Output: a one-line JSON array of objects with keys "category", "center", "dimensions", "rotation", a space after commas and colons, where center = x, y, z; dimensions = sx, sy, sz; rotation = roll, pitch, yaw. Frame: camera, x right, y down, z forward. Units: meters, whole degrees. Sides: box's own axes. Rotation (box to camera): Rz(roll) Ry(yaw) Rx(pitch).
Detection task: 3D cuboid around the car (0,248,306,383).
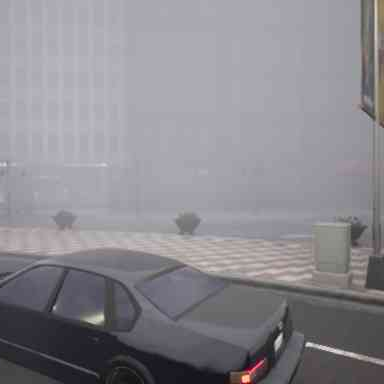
[{"category": "car", "center": [-1.337, 1.532, 4.515], "dimensions": [5.357, 1.411, 2.033], "rotation": [0, 0, 29]}]
